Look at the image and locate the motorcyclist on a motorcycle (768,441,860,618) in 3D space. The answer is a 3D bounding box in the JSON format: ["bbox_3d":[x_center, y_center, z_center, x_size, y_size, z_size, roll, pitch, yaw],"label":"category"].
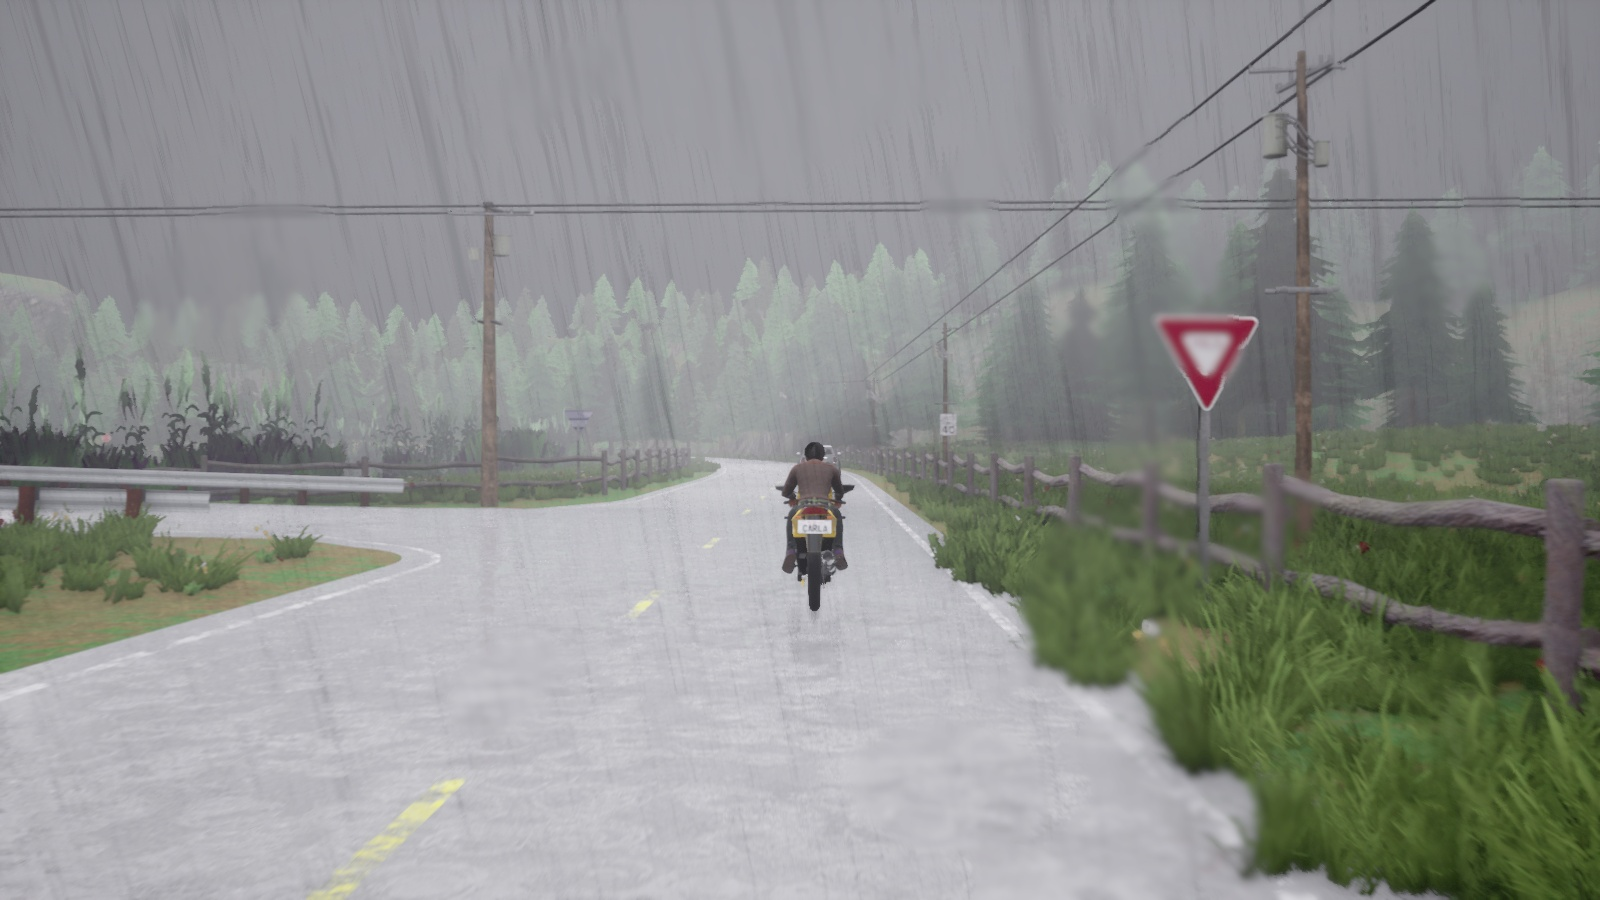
[{"bbox_3d":[0.137,0.682,11.844,0.797,1.523,2.044,0,0,1],"label":"motorcyclist on a motorcycle"}]

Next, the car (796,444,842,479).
[{"bbox_3d":[0.821,0.492,55.033,1.970,1.475,3.806,0,0,0],"label":"car"}]
